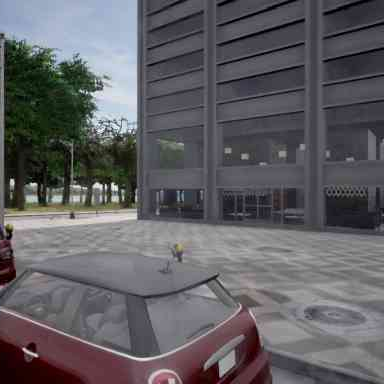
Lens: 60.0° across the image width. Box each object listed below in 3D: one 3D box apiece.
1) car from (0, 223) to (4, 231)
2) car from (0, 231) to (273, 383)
[{"bbox_3d":[-5.715,1.315,7.036,5.009,1.841,2.192,0,0,35],"label":"car"},{"bbox_3d":[-1.287,1.440,3.879,4.097,1.590,1.967,0,0,35],"label":"car"}]
